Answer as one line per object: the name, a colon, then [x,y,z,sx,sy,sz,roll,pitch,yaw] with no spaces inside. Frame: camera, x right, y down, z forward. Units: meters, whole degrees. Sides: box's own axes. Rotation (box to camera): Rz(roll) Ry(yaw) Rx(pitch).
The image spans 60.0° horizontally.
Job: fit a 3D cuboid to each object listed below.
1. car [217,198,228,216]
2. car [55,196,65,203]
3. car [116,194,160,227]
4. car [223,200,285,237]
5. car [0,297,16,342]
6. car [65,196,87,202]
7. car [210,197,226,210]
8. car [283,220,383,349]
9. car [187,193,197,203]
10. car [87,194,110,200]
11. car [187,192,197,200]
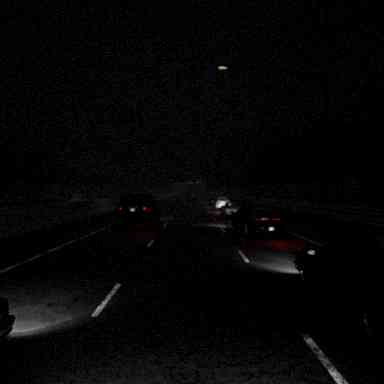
car: [3.508,1.464,28.175,1.895,1.301,4.718,0,0,0]
car: [-21.025,1.365,55.297,1.895,1.301,4.718,0,0,1]
car: [-3.394,1.114,21.675,2.150,2.045,5.566,0,0,0]
car: [3.281,1.418,17.625,1.837,1.490,4.892,1,0,-8]
car: [-3.399,1.535,2.200,2.033,1.411,5.357,0,0,0]
car: [-17.547,1.300,51.578,1.812,1.442,4.674,0,0,0]
car: [3.511,1.344,39.147,1.812,1.442,4.674,0,0,0]
car: [3.502,1.516,6.141,2.033,1.411,5.357,0,0,0]
car: [0.016,1.244,59.766,2.128,1.511,4.902,0,0,0]
car: [-14.050,1.127,51.433,2.097,1.767,4.553,0,0,0]
car: [0.020,0.992,78.249,2.097,1.767,4.553,0,0,0]
